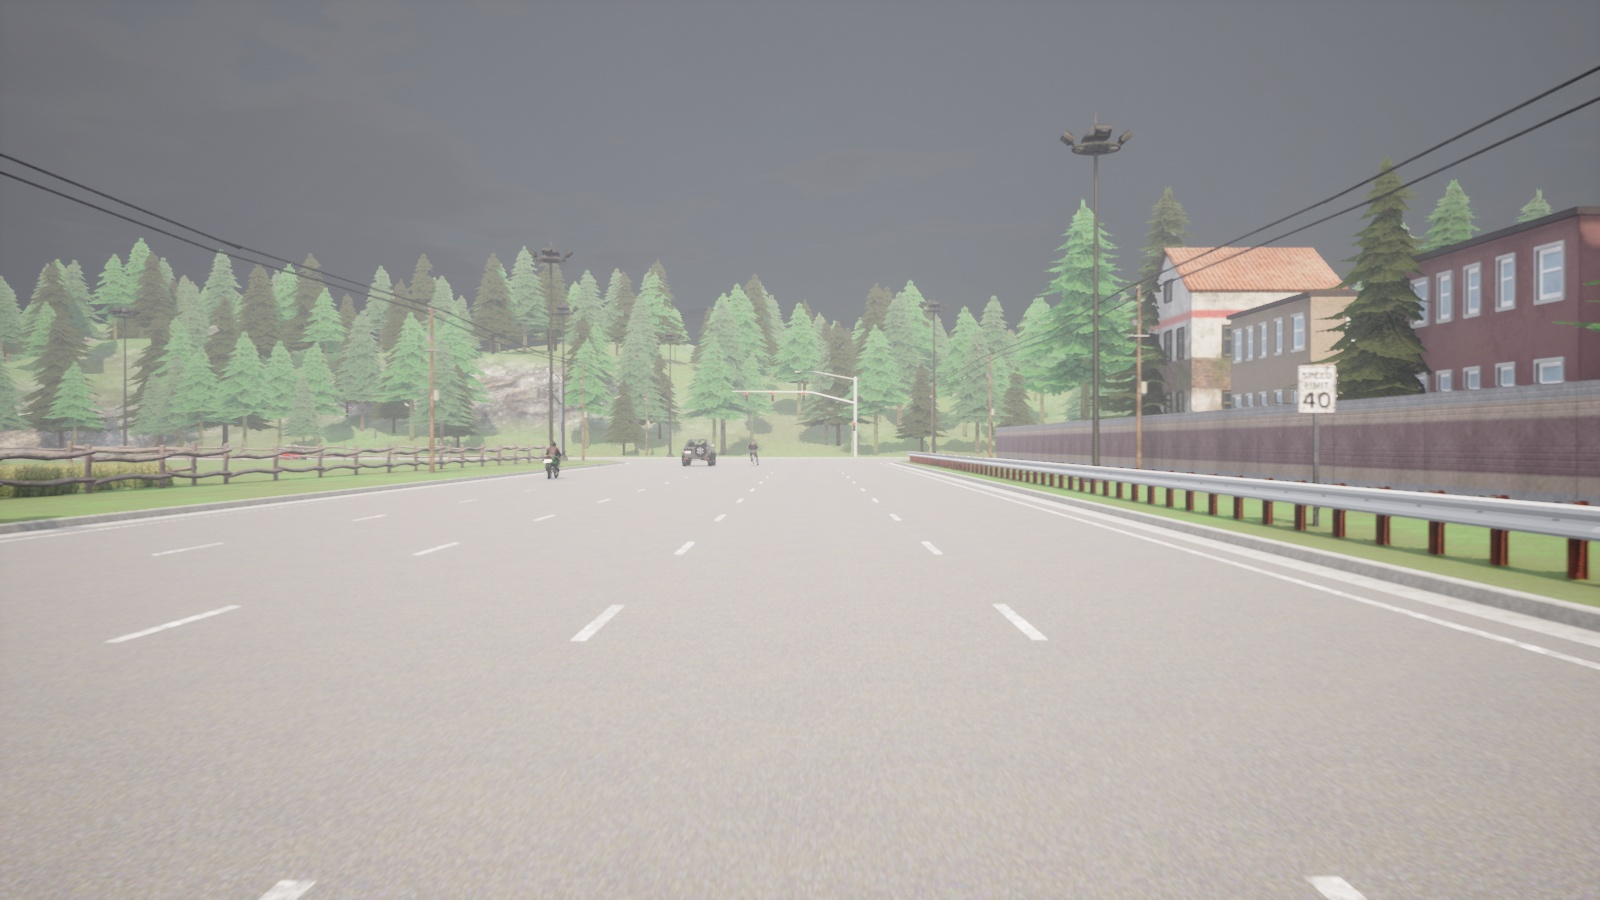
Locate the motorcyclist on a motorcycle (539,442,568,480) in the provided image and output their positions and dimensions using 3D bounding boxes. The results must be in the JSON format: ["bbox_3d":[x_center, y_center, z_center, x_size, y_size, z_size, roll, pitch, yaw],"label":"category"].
[{"bbox_3d":[-10.189,0.428,51.896,0.797,1.523,2.044,0,0,0],"label":"motorcyclist on a motorcycle"}]

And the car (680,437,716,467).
[{"bbox_3d":[-6.521,0.101,81.020,1.932,1.855,4.605,0,0,0],"label":"car"}]
